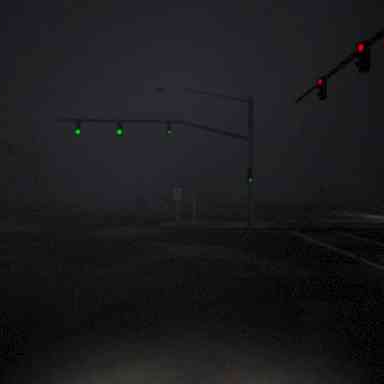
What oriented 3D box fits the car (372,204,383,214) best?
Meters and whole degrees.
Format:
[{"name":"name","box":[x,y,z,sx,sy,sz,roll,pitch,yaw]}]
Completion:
[{"name":"car","box":[19.596,1.413,31.590,4.674,1.442,1.812,0,0,0]}]

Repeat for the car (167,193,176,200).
[{"name":"car","box":[-4.578,1.078,74.947,1.837,1.490,4.892,0,0,-1]}]

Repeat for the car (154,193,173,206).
[{"name":"car","box":[-4.117,1.244,49.295,1.812,1.442,4.674,0,0,-1]}]

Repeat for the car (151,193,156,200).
[{"name":"car","box":[-8.078,1.067,74.928,1.837,1.490,4.892,0,0,-1]}]

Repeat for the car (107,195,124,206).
[{"name":"car","box":[-11.107,1.227,48.524,1.812,1.442,4.674,0,0,-1]}]

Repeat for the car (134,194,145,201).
[{"name":"car","box":[-11.556,1.160,73.336,1.895,1.301,4.718,0,0,-1]}]

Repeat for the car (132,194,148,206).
[{"name":"car","box":[-7.612,1.274,48.797,1.994,1.385,4.181,0,0,-1]}]
